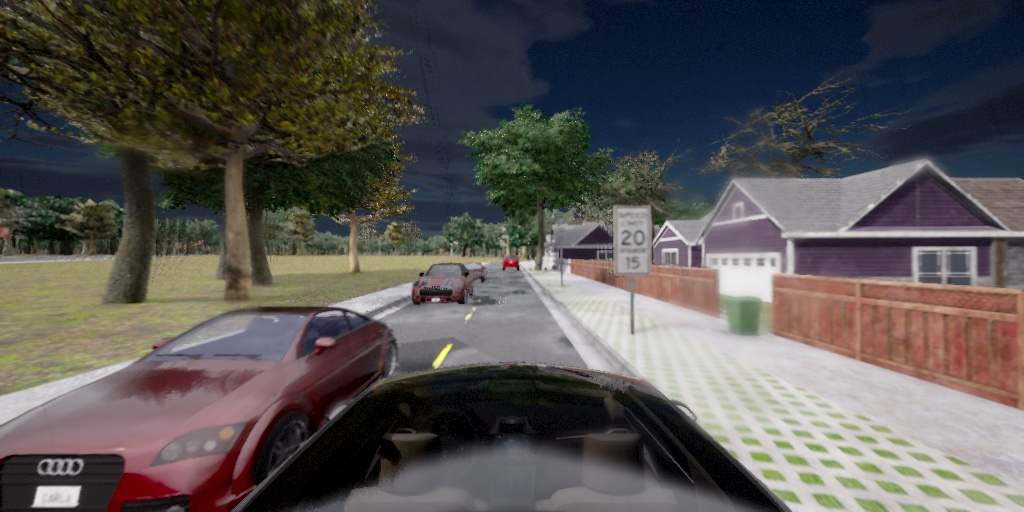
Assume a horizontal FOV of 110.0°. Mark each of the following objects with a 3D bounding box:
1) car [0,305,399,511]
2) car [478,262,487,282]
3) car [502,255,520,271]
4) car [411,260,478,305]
[{"bbox_3d":[-2.853,1.318,4.239,1.994,1.385,4.181,0,0,0],"label":"car"},{"bbox_3d":[-2.962,1.220,27.959,1.812,1.442,4.674,0,0,0],"label":"car"},{"bbox_3d":[-0.134,0.829,46.988,2.150,2.045,5.566,0,0,0],"label":"car"},{"bbox_3d":[-2.913,1.077,15.891,2.097,1.767,4.553,0,0,0],"label":"car"}]
